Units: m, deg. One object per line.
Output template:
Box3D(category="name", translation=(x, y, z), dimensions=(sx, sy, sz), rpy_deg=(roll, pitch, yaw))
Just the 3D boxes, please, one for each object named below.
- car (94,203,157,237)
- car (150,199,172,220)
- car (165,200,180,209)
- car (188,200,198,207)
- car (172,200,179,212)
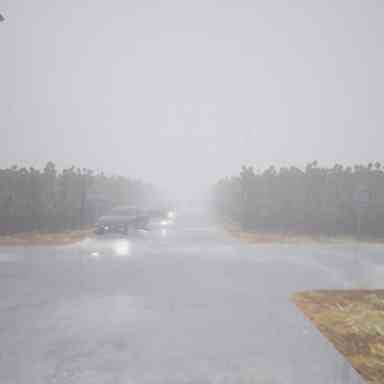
Box3D(category="car", translation=(-3.736, 1.567, 18.715), dimensions=(1.837, 1.490, 4.892), rpy_deg=(1, -1, 11))
Box3D(category="car", translation=(-3.154, 1.611, 30.061), dimensions=(1.882, 1.535, 5.008), rpy_deg=(0, 0, 0))
Box3D(category="car", translation=(-3.086, 1.974, 52.958), dimensions=(2.033, 1.411, 5.357), rpy_deg=(0, -1, 0))
Box3D(category="car", translation=(0.196, 2.252, 66.169), dimensions=(1.895, 1.301, 4.718), rpy_deg=(0, -1, 0))
Box3D(category="car", translation=(-3.132, 1.653, 41.434), dimensions=(2.128, 1.511, 4.902), rpy_deg=(0, -1, 0))
